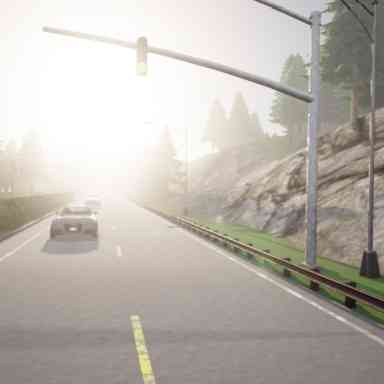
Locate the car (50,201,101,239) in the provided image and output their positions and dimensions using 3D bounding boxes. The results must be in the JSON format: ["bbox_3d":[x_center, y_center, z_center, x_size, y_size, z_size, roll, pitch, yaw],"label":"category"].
[{"bbox_3d":[-5.461,1.334,15.822,1.994,1.385,4.181,1,1,-15],"label":"car"}]

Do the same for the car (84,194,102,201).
[{"bbox_3d":[-12.027,1.003,40.580,2.033,1.411,5.357,1,0,-15],"label":"car"}]
